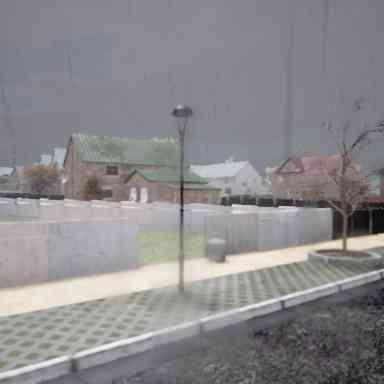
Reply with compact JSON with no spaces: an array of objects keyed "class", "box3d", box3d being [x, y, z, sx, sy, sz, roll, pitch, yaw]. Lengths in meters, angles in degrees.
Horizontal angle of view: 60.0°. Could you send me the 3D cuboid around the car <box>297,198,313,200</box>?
[{"class":"car","box3d":[12.681,1.407,36.256,2.128,1.511,4.902,0,1,-34]}]
